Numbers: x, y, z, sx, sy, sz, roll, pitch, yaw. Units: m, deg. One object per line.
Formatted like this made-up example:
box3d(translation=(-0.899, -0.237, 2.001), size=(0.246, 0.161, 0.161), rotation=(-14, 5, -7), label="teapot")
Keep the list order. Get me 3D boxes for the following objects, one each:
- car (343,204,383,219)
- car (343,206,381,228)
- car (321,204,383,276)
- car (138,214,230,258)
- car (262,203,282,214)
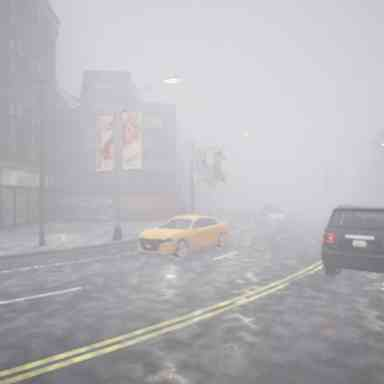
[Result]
box3d(translation=(18.804, 2.124, 36.712), size=(2.033, 1.411, 5.357), rotation=(0, -1, 3), label="car")
box3d(translation=(13.668, 1.933, 27.083), size=(1.837, 1.490, 4.892), rotation=(0, -1, 16), label="car")
box3d(translation=(5.723, 1.384, 10.286), size=(2.150, 2.045, 5.566), rotation=(-1, -1, 37), label="car")
box3d(translation=(-0.178, 1.759, 14.383), size=(1.882, 1.535, 5.008), rotation=(-1, -1, 36), label="car")
box3d(translation=(11.519, 2.337, 48.150), size=(2.128, 1.511, 4.902), rotation=(0, -1, -3), label="car")
